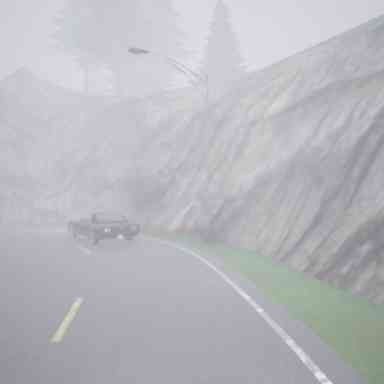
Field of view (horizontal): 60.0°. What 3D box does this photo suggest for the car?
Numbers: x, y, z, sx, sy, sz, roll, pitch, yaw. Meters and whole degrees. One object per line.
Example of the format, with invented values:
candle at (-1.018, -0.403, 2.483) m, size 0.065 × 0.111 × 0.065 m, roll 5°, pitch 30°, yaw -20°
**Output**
car at (-4.397, 1.629, 15.937) m, size 1.895 × 1.301 × 4.718 m, roll 0°, pitch 0°, yaw -37°
